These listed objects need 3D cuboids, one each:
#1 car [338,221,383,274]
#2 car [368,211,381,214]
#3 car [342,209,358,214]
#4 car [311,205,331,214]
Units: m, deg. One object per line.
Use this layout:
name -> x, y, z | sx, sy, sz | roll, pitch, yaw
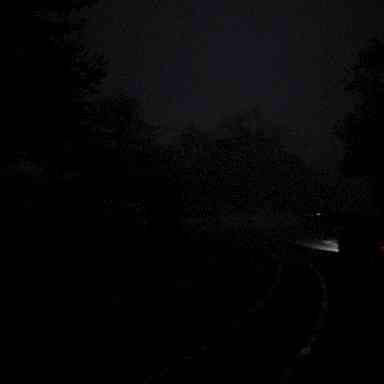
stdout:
car -> 6.234, 1.606, 10.664 | 1.994, 1.385, 4.181 | -1, -1, 7
car -> 35.970, 4.371, 65.268 | 1.994, 1.385, 4.181 | -1, -5, 41
car -> 30.639, 4.065, 64.448 | 2.033, 1.411, 5.357 | -1, -5, 41
car -> 20.551, 2.760, 52.863 | 2.128, 1.511, 4.902 | -1, -5, 41
